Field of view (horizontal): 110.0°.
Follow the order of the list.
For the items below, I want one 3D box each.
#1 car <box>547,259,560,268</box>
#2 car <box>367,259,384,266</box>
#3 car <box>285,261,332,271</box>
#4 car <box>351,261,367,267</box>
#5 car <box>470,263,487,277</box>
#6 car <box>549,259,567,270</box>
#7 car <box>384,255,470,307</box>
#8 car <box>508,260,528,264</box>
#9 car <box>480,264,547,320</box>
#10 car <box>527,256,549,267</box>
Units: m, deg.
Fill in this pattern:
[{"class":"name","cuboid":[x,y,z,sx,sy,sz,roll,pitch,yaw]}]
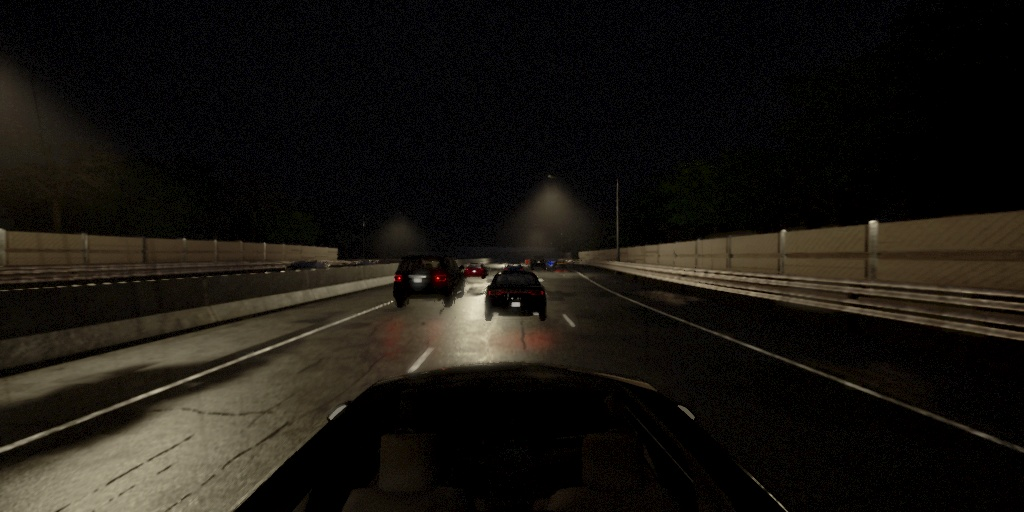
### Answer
[{"class":"car","cuboid":[7.410,1.284,64.932,1.882,1.535,5.008,0,0,1]},{"class":"car","cuboid":[-13.933,1.106,40.072,2.097,1.767,4.553,0,0,1]},{"class":"car","cuboid":[-20.958,1.300,37.768,2.033,1.411,5.357,0,0,0]},{"class":"car","cuboid":[-17.416,1.305,42.585,2.033,1.411,5.357,0,0,1]},{"class":"car","cuboid":[-3.293,1.316,33.444,1.994,1.385,4.181,0,0,0]},{"class":"car","cuboid":[7.195,1.272,54.139,2.128,1.511,4.902,0,0,2]},{"class":"car","cuboid":[-3.377,0.971,15.562,2.150,2.045,5.566,0,0,0]},{"class":"car","cuboid":[0.208,1.316,33.615,1.994,1.385,4.181,0,0,0]},{"class":"car","cuboid":[0.116,1.227,12.677,1.882,1.535,5.008,0,0,0]},{"class":"car","cuboid":[3.776,0.995,53.427,2.150,2.045,5.566,0,0,1]}]
